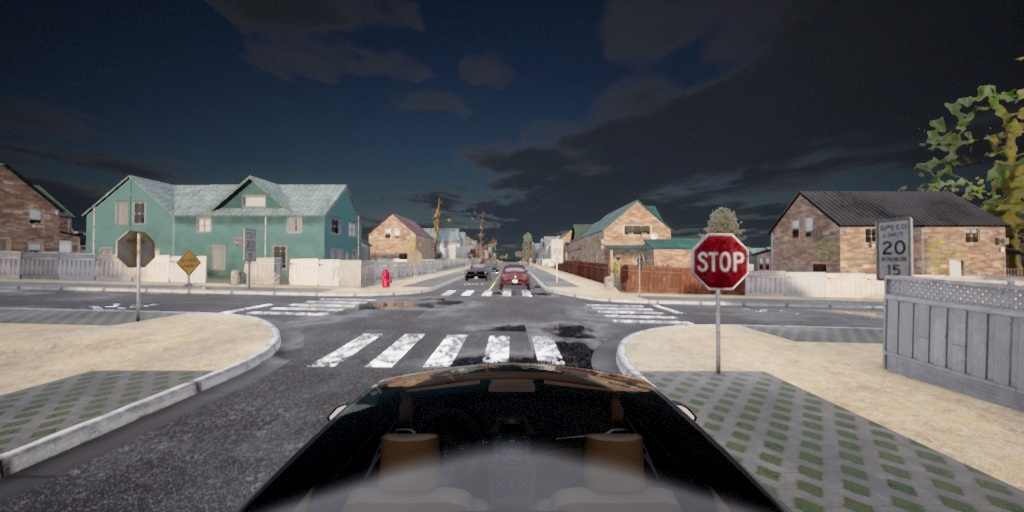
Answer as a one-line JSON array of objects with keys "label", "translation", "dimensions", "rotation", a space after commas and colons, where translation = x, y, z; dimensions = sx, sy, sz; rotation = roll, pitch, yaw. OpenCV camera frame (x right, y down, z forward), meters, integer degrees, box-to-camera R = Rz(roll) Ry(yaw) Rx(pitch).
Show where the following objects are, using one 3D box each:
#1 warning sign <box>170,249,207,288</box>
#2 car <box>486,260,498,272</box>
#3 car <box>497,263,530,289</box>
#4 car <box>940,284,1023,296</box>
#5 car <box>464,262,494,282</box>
[{"label": "warning sign", "translation": [-15.738, 0.601, 17.445], "dimensions": [1.060, 1.860, 1.300], "rotation": [0, 0, 0]}, {"label": "car", "translation": [-2.695, 1.306, 46.436], "dimensions": [1.837, 1.490, 4.892], "rotation": [0, 0, 0]}, {"label": "car", "translation": [0.171, 1.280, 22.821], "dimensions": [1.812, 1.442, 4.674], "rotation": [0, 0, 0]}, {"label": "car", "translation": [20.752, 1.776, 14.903], "dimensions": [4.892, 1.490, 1.837], "rotation": [2, -1, 0]}, {"label": "car", "translation": [-2.757, 1.367, 29.644], "dimensions": [1.895, 1.301, 4.718], "rotation": [0, 0, 0]}]
